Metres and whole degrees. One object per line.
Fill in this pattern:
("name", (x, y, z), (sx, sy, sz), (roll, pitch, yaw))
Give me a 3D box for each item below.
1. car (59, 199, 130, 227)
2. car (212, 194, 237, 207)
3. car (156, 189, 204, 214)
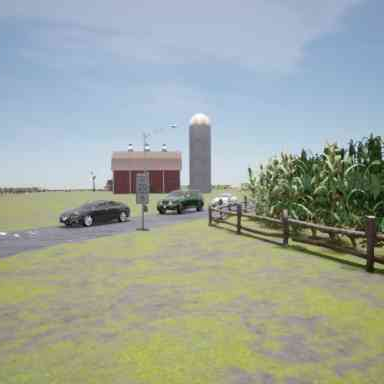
("car", (-5.967, 1.263, 20.892), (1.837, 1.490, 4.892), (-1, 1, 32))
("car", (3.875, 0.935, 38.574), (1.812, 1.442, 4.674), (-1, 1, 26))
("car", (-0.892, 0.809, 29.457), (2.150, 2.045, 5.566), (-1, 1, 29))
